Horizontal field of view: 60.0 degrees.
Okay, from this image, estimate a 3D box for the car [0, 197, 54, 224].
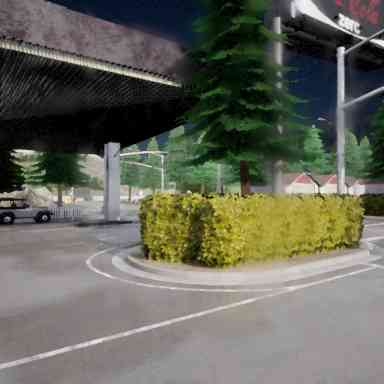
[{"bbox_3d":[-11.986,1.313,23.468,3.866,1.878,1.905,0,0,-36],"label":"car"}]
